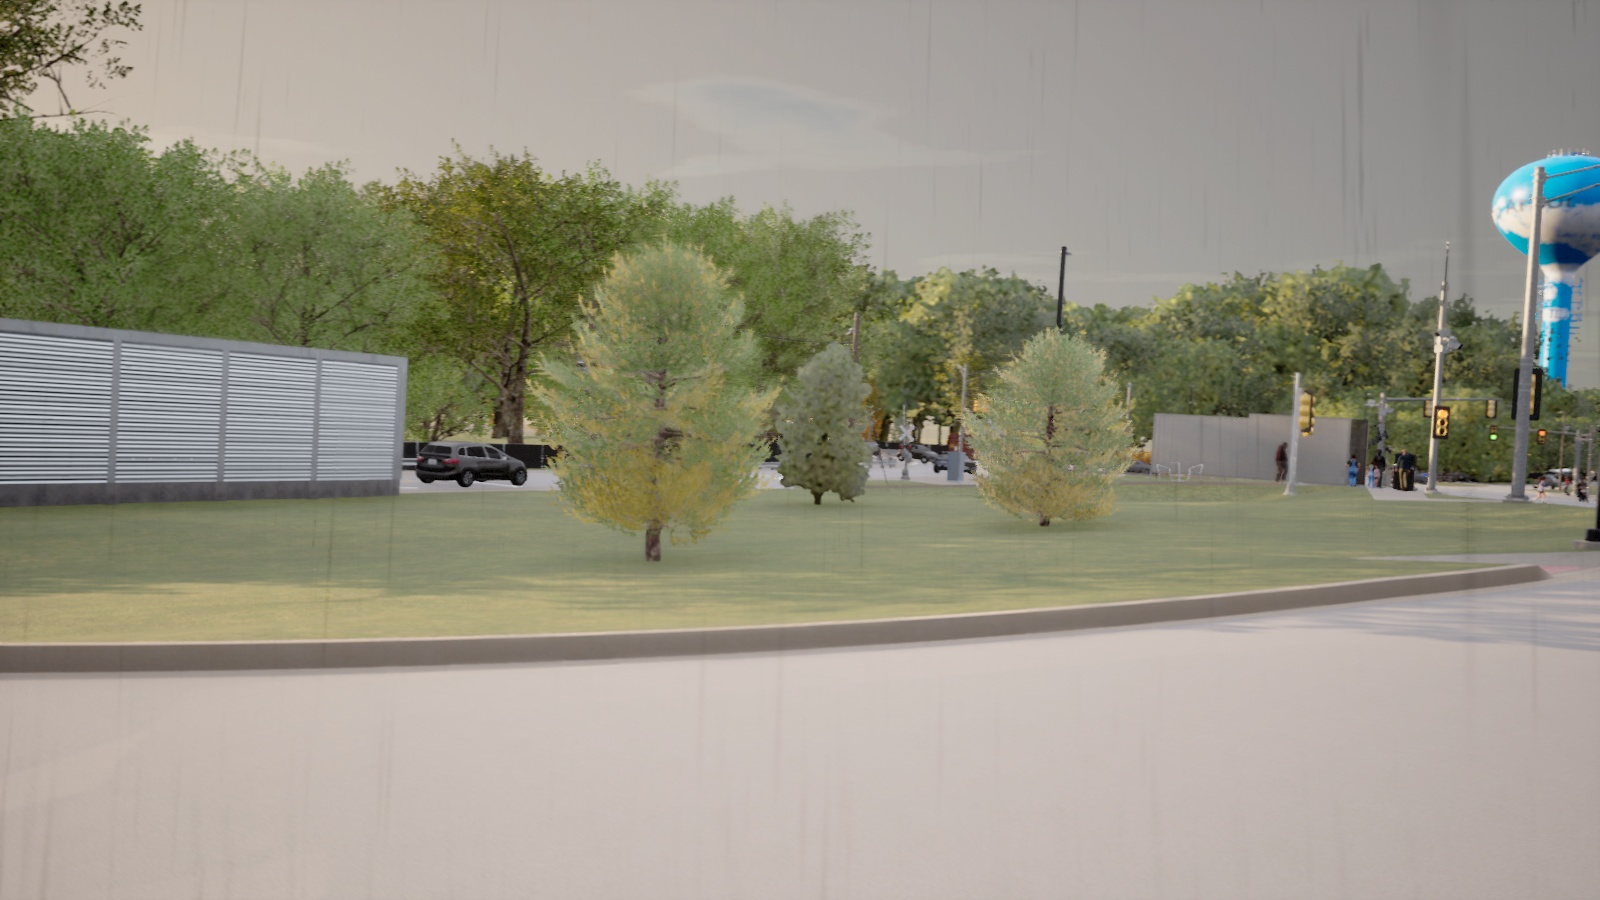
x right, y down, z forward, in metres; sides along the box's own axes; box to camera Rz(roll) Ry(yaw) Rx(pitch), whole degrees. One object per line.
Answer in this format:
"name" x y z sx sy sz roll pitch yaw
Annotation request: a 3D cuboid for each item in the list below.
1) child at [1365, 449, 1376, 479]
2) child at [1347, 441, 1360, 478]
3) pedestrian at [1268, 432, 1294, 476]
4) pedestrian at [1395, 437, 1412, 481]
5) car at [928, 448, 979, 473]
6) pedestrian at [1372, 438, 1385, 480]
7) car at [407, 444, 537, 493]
"child" 24.880 0.617 54.725 0.270 1.263 0.437 3 0 41
"child" 19.312 0.340 43.834 0.270 1.263 0.437 3 0 14
"pedestrian" 20.665 0.161 53.933 0.899 1.844 0.634 3 0 29
"pedestrian" 25.935 0.400 53.969 0.402 1.842 0.726 3 0 11
"car" 11.178 0.737 91.200 2.033 1.649 4.856 4 2 27
"pedestrian" 26.777 0.406 58.158 0.402 1.930 0.666 3 0 31
"car" -12.549 0.674 48.306 2.242 1.667 4.611 3 2 28
